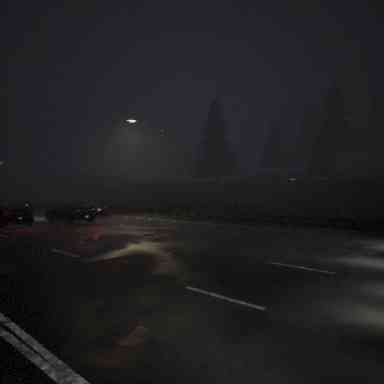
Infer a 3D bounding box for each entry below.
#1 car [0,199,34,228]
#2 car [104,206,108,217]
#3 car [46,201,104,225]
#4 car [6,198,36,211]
[{"bbox_3d":[-12.219,1.442,22.068,5.008,1.535,1.882,0,1,44],"label":"car"},{"bbox_3d":[-9.074,1.443,28.788,4.181,1.385,1.994,0,1,44],"label":"car"},{"bbox_3d":[-8.588,1.406,23.409,4.902,1.511,2.128,0,1,44],"label":"car"},{"bbox_3d":[-20.740,1.486,40.225,4.181,1.385,1.994,0,1,44],"label":"car"}]
